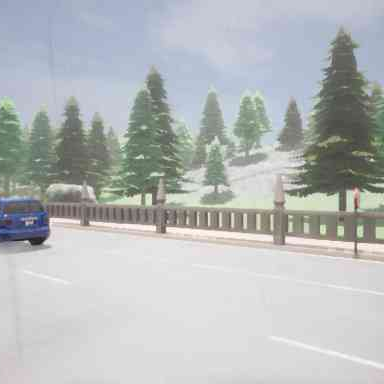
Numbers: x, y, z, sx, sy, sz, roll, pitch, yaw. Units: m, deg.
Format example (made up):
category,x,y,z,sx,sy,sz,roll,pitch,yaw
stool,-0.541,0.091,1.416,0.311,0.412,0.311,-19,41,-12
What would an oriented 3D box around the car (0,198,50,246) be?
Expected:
category,x,y,z,sx,sy,sz,roll,pitch,yaw
car,-8.293,1.257,14.084,5.566,2.045,2.150,0,0,36
